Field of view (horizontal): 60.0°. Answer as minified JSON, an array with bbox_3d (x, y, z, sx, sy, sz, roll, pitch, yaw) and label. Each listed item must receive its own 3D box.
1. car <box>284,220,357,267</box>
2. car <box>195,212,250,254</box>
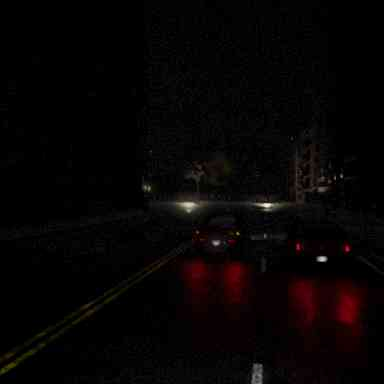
[{"bbox_3d":[4.215,1.625,11.636,1.895,1.301,4.718,0,0,13],"label":"car"},{"bbox_3d":[1.356,1.555,13.676,1.812,1.442,4.674,0,0,13],"label":"car"}]
